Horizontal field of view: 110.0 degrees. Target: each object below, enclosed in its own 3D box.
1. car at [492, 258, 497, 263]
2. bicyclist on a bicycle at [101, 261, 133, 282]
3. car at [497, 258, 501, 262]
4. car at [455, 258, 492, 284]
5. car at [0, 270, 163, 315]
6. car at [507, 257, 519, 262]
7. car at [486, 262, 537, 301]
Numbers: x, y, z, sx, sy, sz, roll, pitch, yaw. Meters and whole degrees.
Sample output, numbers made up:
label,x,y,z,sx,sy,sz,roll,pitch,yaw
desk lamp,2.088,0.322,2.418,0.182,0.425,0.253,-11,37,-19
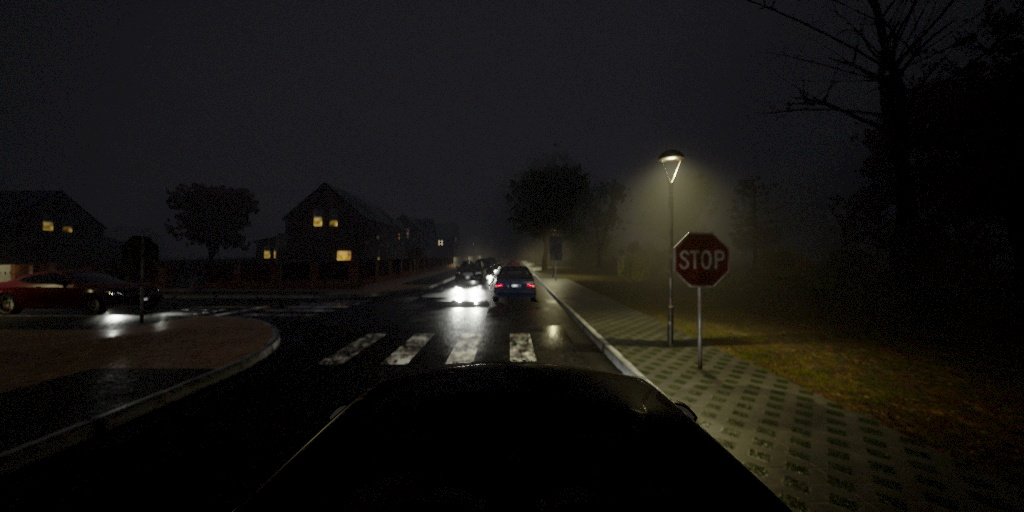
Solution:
label,x,y,z,sx,sy,sz,roll,pitch,yaw
car,-2.777,1.017,35.287,1.837,1.490,4.892,0,0,0
bicyclist on a bicycle,-20.199,1.078,18.300,0.582,1.620,1.656,0,-1,2
car,-2.745,0.958,45.502,1.837,1.490,4.892,0,0,0
car,-2.806,1.069,25.180,2.128,1.511,4.902,0,0,0
car,-14.769,1.191,12.257,4.674,1.442,1.812,0,-1,2
car,0.216,0.934,54.194,1.812,1.442,4.674,0,0,0
car,0.122,1.186,16.423,2.033,1.411,5.357,0,0,0
